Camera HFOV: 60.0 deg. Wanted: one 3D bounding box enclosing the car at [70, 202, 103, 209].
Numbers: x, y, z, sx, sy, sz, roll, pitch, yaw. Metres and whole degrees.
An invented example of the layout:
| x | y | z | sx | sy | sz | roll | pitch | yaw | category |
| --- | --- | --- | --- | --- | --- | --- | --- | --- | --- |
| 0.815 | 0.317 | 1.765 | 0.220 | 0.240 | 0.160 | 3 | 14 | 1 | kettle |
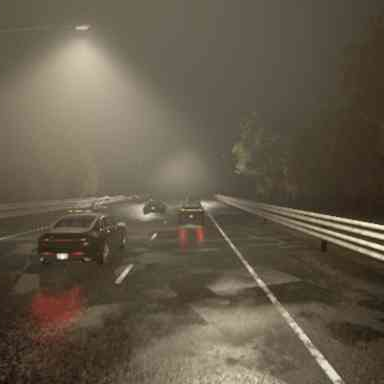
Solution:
| x | y | z | sx | sy | sz | roll | pitch | yaw | category |
| --- | --- | --- | --- | --- | --- | --- | --- | --- | --- |
| -7.018 | 1.393 | 22.872 | 2.128 | 1.511 | 4.902 | 0 | 0 | 0 | car |

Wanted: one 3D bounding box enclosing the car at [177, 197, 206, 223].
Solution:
| x | y | z | sx | sy | sz | roll | pitch | yaw | category |
| --- | --- | --- | --- | --- | --- | --- | --- | --- | --- |
| -0.029 | 1.386 | 24.175 | 2.128 | 1.511 | 4.902 | 0 | 0 | 0 | car |

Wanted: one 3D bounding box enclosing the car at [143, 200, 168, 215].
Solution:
| x | y | z | sx | sy | sz | roll | pitch | yaw | category |
| --- | --- | --- | --- | --- | --- | --- | --- | --- | --- |
| -3.488 | 1.423 | 32.130 | 1.994 | 1.385 | 4.181 | 0 | 0 | 1 | car |

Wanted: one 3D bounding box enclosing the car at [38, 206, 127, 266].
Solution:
| x | y | z | sx | sy | sz | roll | pitch | yaw | category |
| --- | --- | --- | --- | --- | --- | --- | --- | --- | --- |
| -3.488 | 1.457 | 11.332 | 1.837 | 1.490 | 4.892 | 0 | 0 | 0 | car |

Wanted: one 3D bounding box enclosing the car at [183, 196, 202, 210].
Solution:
| x | y | z | sx | sy | sz | roll | pitch | yaw | category |
| --- | --- | --- | --- | --- | --- | --- | --- | --- | --- |
| 0.088 | 1.305 | 41.460 | 2.128 | 1.511 | 4.902 | 0 | 0 | 1 | car |
